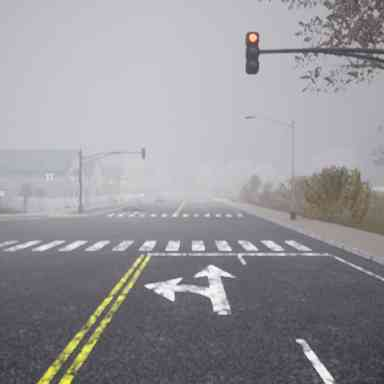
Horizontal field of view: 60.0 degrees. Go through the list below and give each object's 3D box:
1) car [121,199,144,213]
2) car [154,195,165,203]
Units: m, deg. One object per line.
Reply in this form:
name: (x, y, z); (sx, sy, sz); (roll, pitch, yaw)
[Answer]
car: (-6.445, 1.496, 36.604); (1.812, 1.442, 4.674); (0, 1, 0)
car: (-6.411, 1.378, 66.504); (2.033, 1.411, 5.357); (0, 0, 0)
